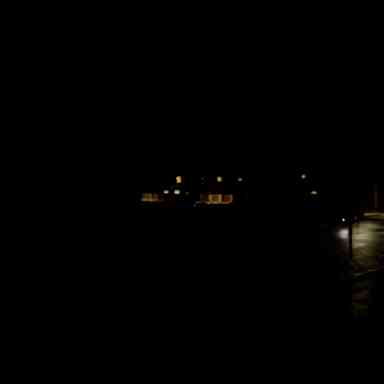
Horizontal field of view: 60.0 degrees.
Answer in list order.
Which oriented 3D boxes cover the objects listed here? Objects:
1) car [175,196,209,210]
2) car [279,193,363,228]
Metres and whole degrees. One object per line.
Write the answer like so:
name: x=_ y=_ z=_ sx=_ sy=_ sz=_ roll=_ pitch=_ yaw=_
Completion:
car: x=-0.008 y=1.253 z=34.412 sx=2.097 sy=1.767 sz=4.553 roll=-2 pitch=1 yaw=-33
car: x=8.201 y=1.130 z=21.979 sx=2.150 sy=2.045 sz=5.566 roll=-2 pitch=2 yaw=-33
